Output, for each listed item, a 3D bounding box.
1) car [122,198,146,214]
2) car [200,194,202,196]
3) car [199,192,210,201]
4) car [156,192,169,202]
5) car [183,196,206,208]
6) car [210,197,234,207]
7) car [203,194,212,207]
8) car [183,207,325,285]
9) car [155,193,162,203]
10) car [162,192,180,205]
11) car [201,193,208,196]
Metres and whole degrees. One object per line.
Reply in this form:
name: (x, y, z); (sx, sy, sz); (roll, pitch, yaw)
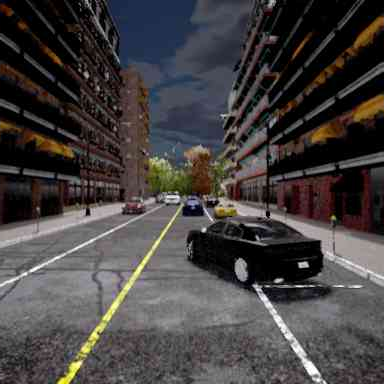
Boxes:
car: (-5.691, 1.300, 33.042); (1.967, 1.590, 4.097); (1, 0, 0)
car: (0.105, 1.316, 50.015); (1.812, 1.442, 4.674); (0, 0, 0)
car: (2.857, 0.995, 77.551); (2.192, 1.841, 5.009); (1, 0, 0)
car: (-5.793, 1.039, 66.450); (2.192, 1.841, 5.009); (1, 0, 0)
car: (0.099, 1.427, 32.547); (1.994, 1.385, 4.181); (0, 0, 0)
car: (2.715, 1.408, 27.610); (1.752, 1.417, 4.829); (1, 0, 0)
car: (2.781, 1.377, 44.786); (1.947, 1.339, 4.313); (1, 0, 0)
car: (1.471, 1.436, 9.570); (1.882, 1.535, 5.008); (-1, 1, -23)
car: (-5.797, 1.297, 60.883); (2.008, 1.369, 4.403); (1, 0, 0)
car: (-3.010, 1.007, 52.105); (2.150, 2.045, 5.566); (0, 0, 0)
car: (2.849, 1.293, 55.450); (1.752, 1.417, 4.829); (1, 0, 0)
